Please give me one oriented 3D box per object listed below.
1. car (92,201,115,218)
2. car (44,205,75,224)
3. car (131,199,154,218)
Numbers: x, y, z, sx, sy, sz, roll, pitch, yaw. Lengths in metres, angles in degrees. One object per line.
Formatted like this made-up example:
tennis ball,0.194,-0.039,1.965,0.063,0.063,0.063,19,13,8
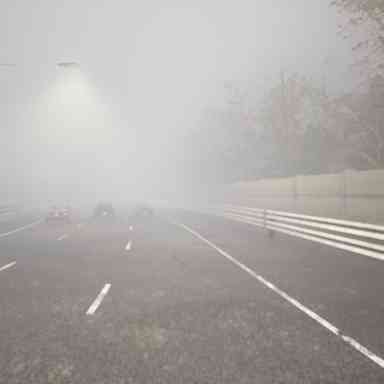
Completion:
car,-8.429,1.670,31.830,1.837,1.490,4.892,0,0,-17
car,-10.502,1.709,26.632,2.033,1.411,5.357,0,0,-15
car,-4.784,1.666,31.905,1.812,1.442,4.674,0,0,-16
